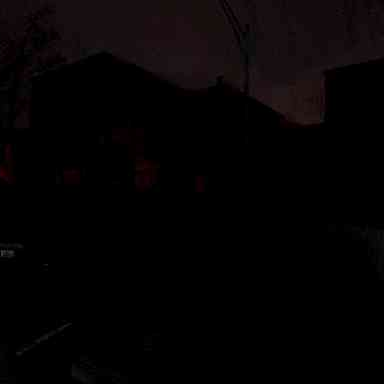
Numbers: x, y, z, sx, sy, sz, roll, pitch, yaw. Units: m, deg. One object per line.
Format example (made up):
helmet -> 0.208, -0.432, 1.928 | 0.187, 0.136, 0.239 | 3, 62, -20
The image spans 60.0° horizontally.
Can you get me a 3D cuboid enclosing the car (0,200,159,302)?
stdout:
car -> -2.730, 1.339, 8.836 | 2.435, 2.045, 5.566 | 0, -2, 16
